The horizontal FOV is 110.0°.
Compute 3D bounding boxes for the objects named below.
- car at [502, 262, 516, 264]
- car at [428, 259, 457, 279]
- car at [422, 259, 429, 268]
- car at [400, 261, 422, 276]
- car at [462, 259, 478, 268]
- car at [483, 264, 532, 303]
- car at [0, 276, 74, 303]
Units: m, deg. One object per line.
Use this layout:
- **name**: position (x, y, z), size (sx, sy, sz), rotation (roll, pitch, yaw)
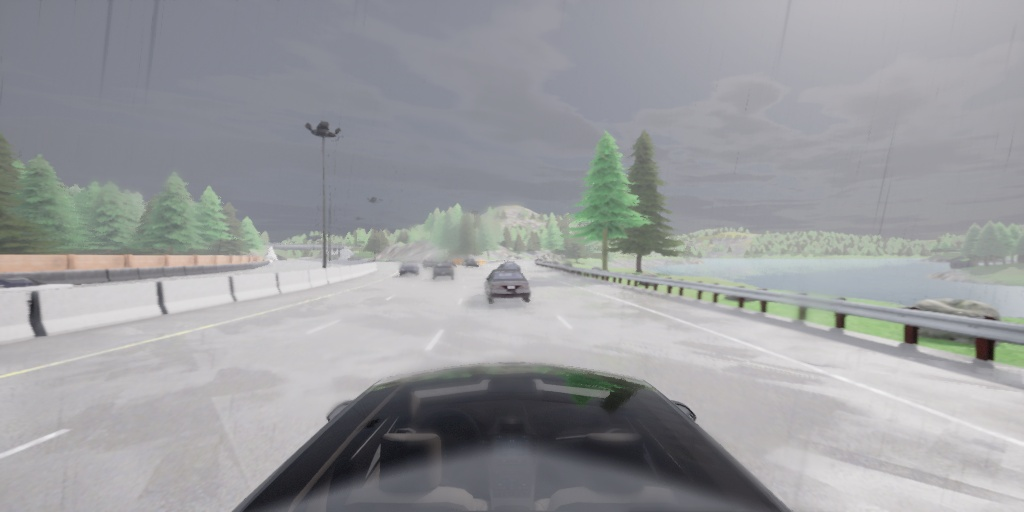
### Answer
- **car**: position (-0.351, 1.304, 38.970), size (1.994, 1.385, 4.181), rotation (0, 0, -12)
- **car**: position (-6.262, 1.285, 32.808), size (2.128, 1.511, 4.902), rotation (0, 0, -10)
- **car**: position (-14.639, 1.350, 62.574), size (2.128, 1.511, 4.902), rotation (0, 0, -21)
- **car**: position (-10.992, 1.435, 38.692), size (1.895, 1.301, 4.718), rotation (0, 0, -13)
- **car**: position (-7.460, 1.299, 63.448), size (1.837, 1.490, 4.892), rotation (0, 0, -21)
- **car**: position (-0.308, 1.295, 16.777), size (2.033, 1.411, 5.357), rotation (0, 0, -6)
- **car**: position (-21.507, 1.537, 14.626), size (1.895, 1.301, 4.718), rotation (-1, 0, -4)
